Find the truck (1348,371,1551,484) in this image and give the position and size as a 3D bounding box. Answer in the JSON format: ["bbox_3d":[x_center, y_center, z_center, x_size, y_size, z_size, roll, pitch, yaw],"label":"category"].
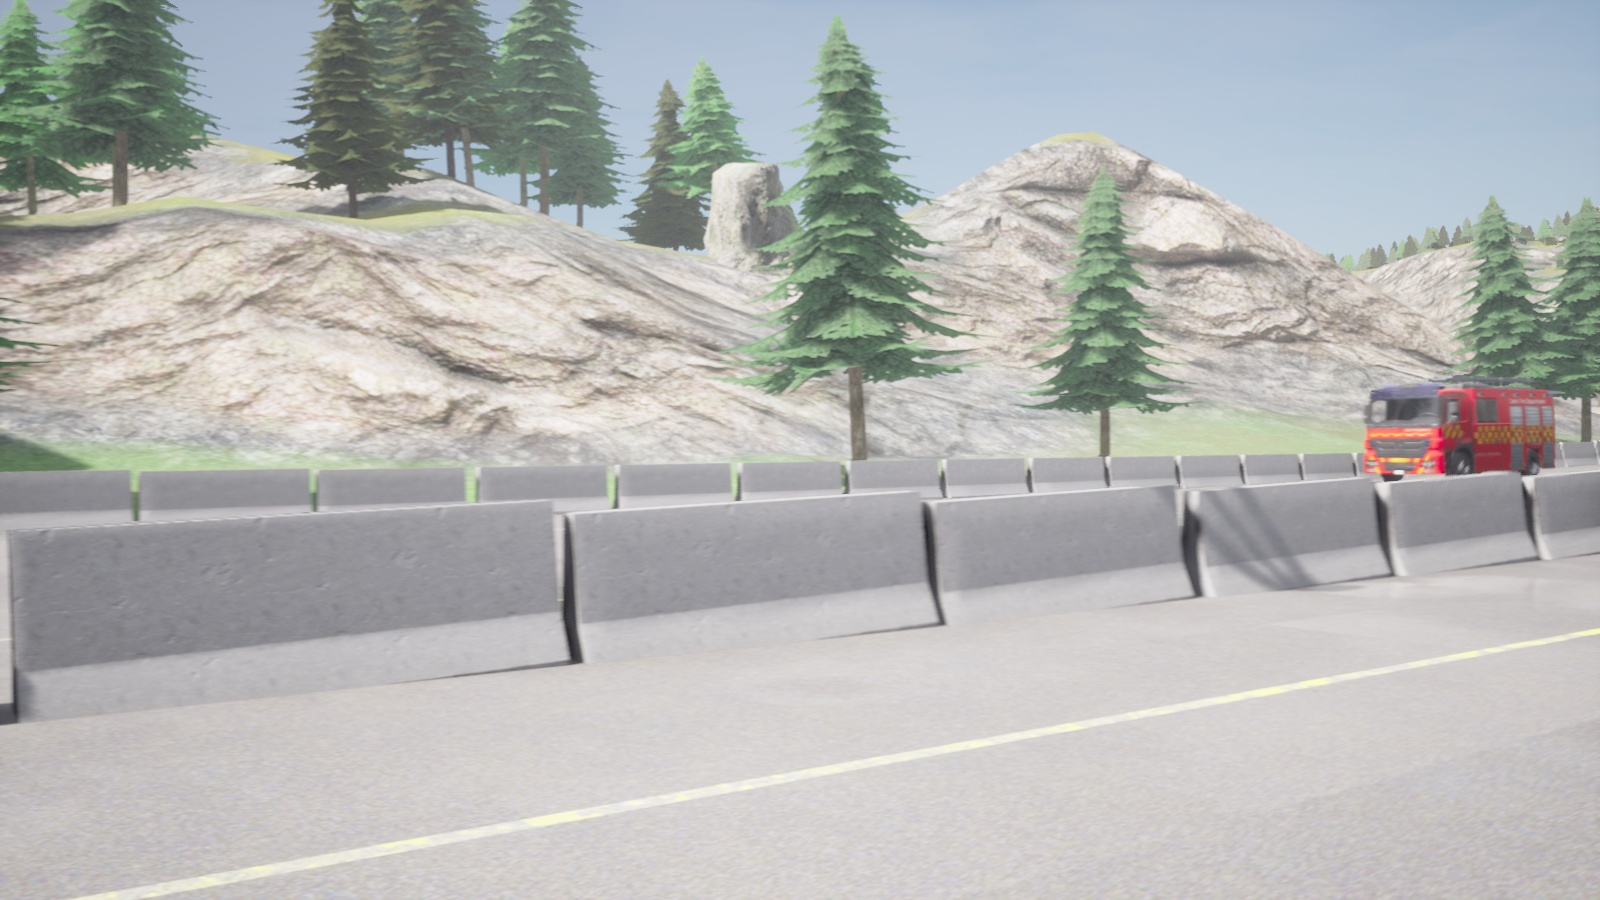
[{"bbox_3d":[23.793,-0.838,45.813,8.468,3.827,2.891,-1,1,-35],"label":"truck"}]
